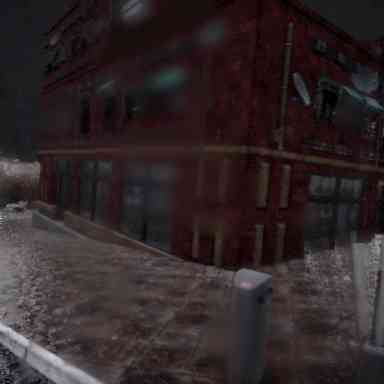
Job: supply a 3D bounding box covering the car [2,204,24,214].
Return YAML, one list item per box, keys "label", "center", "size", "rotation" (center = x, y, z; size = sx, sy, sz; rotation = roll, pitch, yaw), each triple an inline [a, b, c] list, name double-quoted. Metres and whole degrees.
- label: "car"
  center: [-29.802, 2.769, 55.487]
  size: [1.837, 1.490, 4.892]
  rotation: [4, -3, -5]
